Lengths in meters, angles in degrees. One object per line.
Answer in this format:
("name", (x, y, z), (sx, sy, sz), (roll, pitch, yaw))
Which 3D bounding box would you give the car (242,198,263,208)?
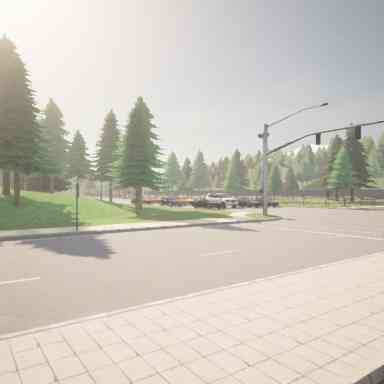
("car", (7.682, 1.547, 48.315), (2.033, 1.411, 5.357), (0, 0, -35))

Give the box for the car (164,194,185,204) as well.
("car", (-3.402, 1.352, 64.142), (2.097, 1.767, 4.553), (0, 0, -35))

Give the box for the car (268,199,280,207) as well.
("car", (10.608, 1.547, 50.244), (2.033, 1.411, 5.357), (0, 0, -35))

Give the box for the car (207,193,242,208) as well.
("car", (4.124, 1.221, 47.298), (2.150, 2.045, 5.566), (0, 0, -34))

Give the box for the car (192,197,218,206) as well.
("car", (2.170, 1.601, 56.162), (1.895, 1.301, 4.718), (0, 0, -35))

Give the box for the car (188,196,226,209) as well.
("car", (1.937, 1.601, 44.308), (1.895, 1.301, 4.718), (0, 0, -35))

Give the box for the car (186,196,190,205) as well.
("car", (-1.489, 1.478, 55.273), (1.882, 1.535, 5.008), (0, 0, -35))

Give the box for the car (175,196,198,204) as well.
("car", (-1.143, 1.547, 67.058), (2.033, 1.411, 5.357), (0, 0, -34))

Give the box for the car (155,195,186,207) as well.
("car", (-3.420, 1.505, 51.930), (1.837, 1.490, 4.892), (0, 0, -35))

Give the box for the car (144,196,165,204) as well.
("car", (-7.154, 1.478, 63.386), (1.882, 1.535, 5.008), (0, 0, -35))

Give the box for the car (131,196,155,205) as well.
("car", (-9.288, 1.547, 60.312), (2.033, 1.411, 5.357), (0, 0, -36))
